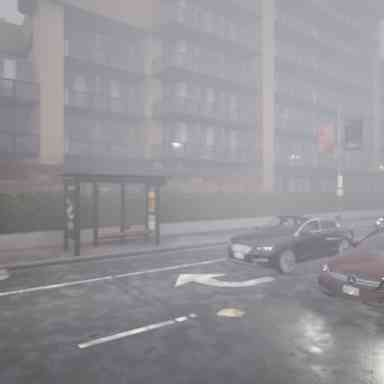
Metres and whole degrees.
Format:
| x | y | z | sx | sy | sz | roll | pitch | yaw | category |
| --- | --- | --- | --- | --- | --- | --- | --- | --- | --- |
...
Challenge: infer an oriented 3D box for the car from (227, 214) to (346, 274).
| x | y | z | sx | sy | sz | roll | pitch | yaw | category |
| --- | --- | --- | --- | --- | --- | --- | --- | --- | --- |
| 3.289 | 1.500 | 10.654 | 4.902 | 1.511 | 2.128 | 0 | 0 | -36 | car |

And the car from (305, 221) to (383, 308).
| x | y | z | sx | sy | sz | roll | pitch | yaw | category |
| --- | --- | --- | --- | --- | --- | --- | --- | --- | --- |
| 4.787 | 1.532 | 7.415 | 4.674 | 1.442 | 1.812 | 0 | 0 | -36 | car |

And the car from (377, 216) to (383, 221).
| x | y | z | sx | sy | sz | roll | pitch | yaw | category |
| --- | --- | --- | --- | --- | --- | --- | --- | --- | --- |
| 10.778 | 1.365 | 16.010 | 4.553 | 1.767 | 2.097 | 0 | 0 | -35 | car |
